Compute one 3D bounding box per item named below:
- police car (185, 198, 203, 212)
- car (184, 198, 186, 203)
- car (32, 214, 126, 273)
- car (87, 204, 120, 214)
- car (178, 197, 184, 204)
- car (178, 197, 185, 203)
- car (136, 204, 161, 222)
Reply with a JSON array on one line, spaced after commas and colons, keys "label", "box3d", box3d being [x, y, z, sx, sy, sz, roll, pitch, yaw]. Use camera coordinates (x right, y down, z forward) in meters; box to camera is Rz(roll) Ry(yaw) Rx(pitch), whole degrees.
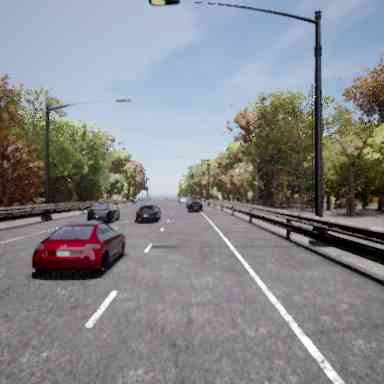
[{"label": "police car", "box3d": [0.419, 1.746, 43.588, 1.930, 1.638, 5.238, 0, -1, -2]}, {"label": "car", "box3d": [0.101, 1.891, 53.538, 1.882, 1.535, 5.008, 0, -1, -2]}, {"label": "car", "box3d": [-3.450, 1.635, 10.899, 1.994, 1.385, 4.181, 0, 0, 0]}, {"label": "car", "box3d": [-7.165, 1.685, 27.343, 2.128, 1.511, 4.902, 0, 0, -1]}, {"label": "car", "box3d": [-1.998, 2.039, 78.244, 1.812, 1.442, 4.674, 0, -1, -3]}, {"label": "car", "box3d": [-2.929, 2.224, 94.633, 1.812, 1.442, 4.674, 0, -1, -4]}, {"label": "car", "box3d": [-3.682, 1.723, 28.432, 1.812, 1.442, 4.674, 0, 0, -1]}]
